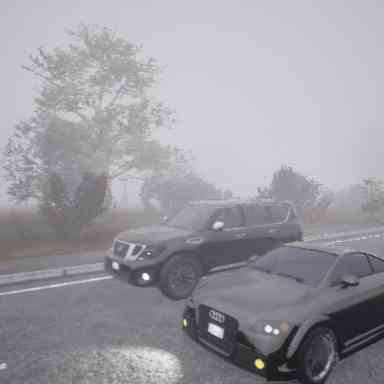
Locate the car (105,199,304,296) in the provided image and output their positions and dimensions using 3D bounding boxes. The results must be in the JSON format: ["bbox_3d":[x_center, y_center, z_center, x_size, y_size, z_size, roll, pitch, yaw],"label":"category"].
[{"bbox_3d":[0.618,1.223,8.729,5.566,2.045,2.150,0,0,-35],"label":"car"}]

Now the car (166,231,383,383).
[{"bbox_3d":[1.924,1.565,5.363,4.181,1.385,1.994,0,0,-35],"label":"car"}]
